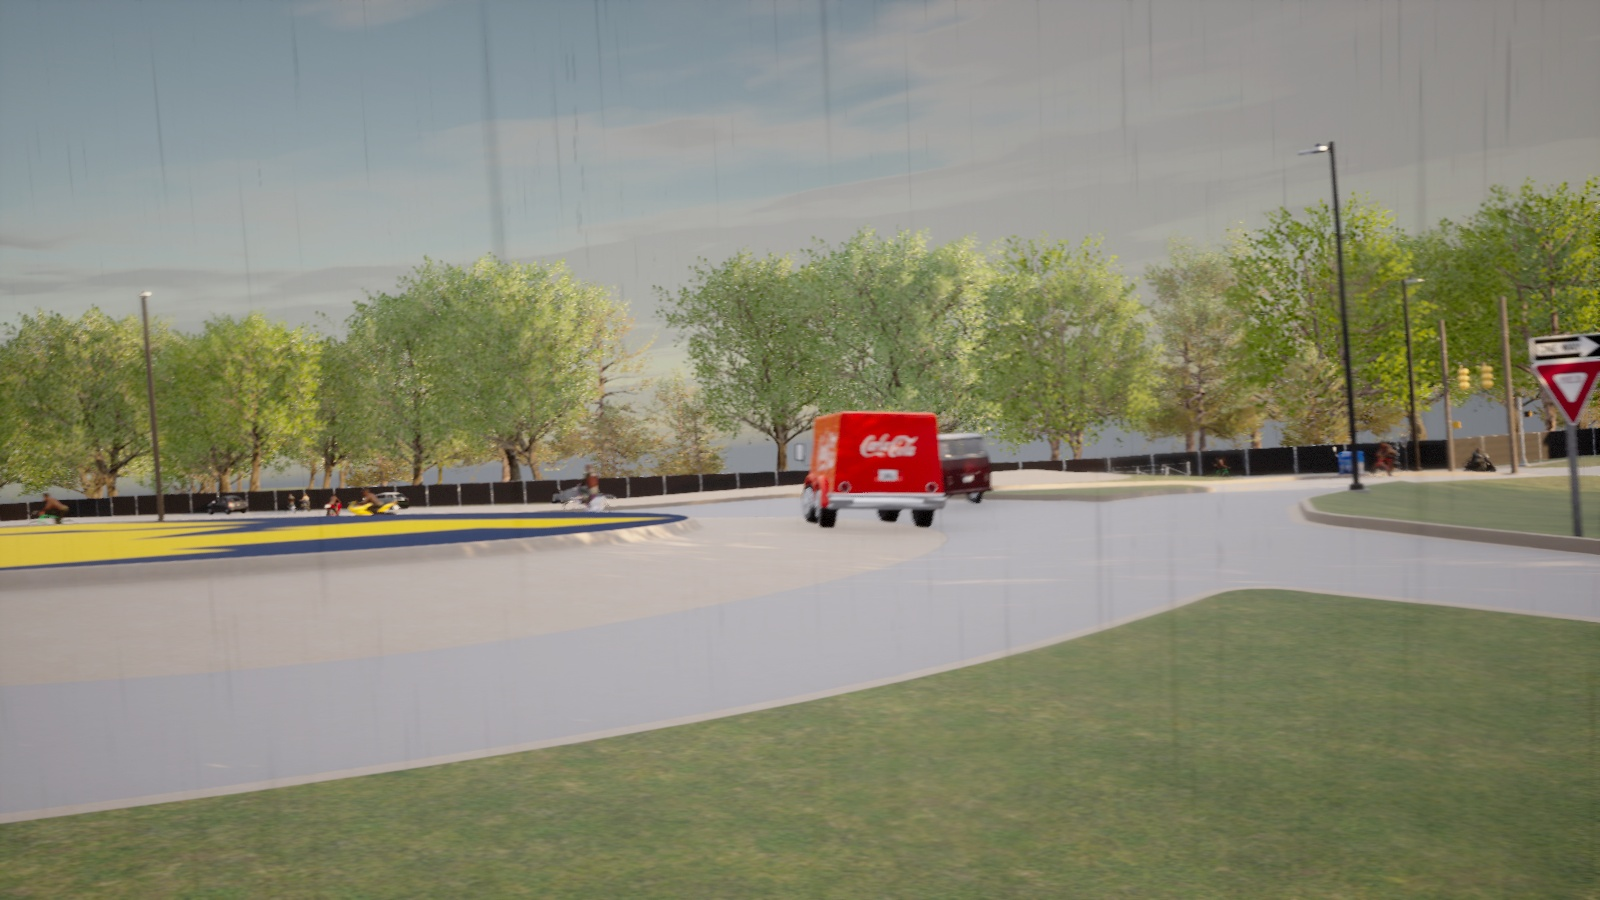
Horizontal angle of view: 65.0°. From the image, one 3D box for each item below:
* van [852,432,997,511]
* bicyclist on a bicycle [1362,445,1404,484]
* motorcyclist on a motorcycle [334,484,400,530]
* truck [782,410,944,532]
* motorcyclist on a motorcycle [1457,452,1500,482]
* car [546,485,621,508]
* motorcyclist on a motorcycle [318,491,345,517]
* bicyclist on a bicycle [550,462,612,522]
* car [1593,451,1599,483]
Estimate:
[{"bbox_3d":[3.414,0.623,35.369,1.775,1.987,4.442,-4,0,-28],"label":"van"},{"bbox_3d":[25.133,0.620,54.129,1.656,1.620,0.582,-2,0,-20],"label":"bicyclist on a bicycle"},{"bbox_3d":[-15.746,2.069,45.676,2.044,1.523,0.797,-3,1,2],"label":"motorcyclist on a motorcycle"},{"bbox_3d":[1.275,0.492,28.381,2.627,2.467,5.204,1,-1,-9],"label":"truck"},{"bbox_3d":[37.901,0.968,70.170,0.866,1.590,1.817,-5,2,-37],"label":"motorcyclist on a motorcycle"},{"bbox_3d":[-15.552,3.343,90.234,4.902,1.511,2.128,3,-6,-37],"label":"car"},{"bbox_3d":[-28.696,3.269,76.946,0.797,1.523,2.044,-3,-2,0],"label":"motorcyclist on a motorcycle"},{"bbox_3d":[-6.759,1.294,38.693,1.843,1.776,0.659,-3,-2,31],"label":"bicyclist on a bicycle"},{"bbox_3d":[40.857,0.731,61.413,1.789,1.549,3.705,-4,-3,3],"label":"car"}]
